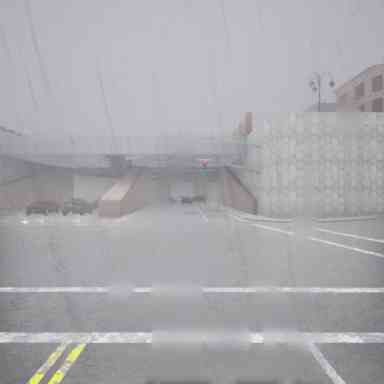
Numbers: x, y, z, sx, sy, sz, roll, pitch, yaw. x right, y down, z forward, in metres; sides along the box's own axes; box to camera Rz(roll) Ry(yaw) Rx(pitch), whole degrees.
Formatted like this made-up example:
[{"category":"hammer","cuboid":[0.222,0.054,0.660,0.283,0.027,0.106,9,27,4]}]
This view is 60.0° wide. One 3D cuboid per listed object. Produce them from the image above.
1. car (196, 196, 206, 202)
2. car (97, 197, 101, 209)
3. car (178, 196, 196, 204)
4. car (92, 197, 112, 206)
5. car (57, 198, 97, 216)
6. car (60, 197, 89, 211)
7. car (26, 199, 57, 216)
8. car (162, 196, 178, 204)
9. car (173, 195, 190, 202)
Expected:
[{"category":"car","cuboid":[1.520,1.524,74.777,1.812,1.442,4.674,0,0,28]},{"category":"car","cuboid":[-11.552,1.600,42.376,1.895,1.301,4.718,0,0,-1]},{"category":"car","cuboid":[-0.991,1.547,64.791,2.033,1.411,5.357,0,0,4]},{"category":"car","cuboid":[-15.363,1.547,57.165,2.033,1.411,5.357,0,0,-1]},{"category":"car","cuboid":[-11.317,1.601,33.115,1.895,1.301,4.718,0,0,-1]},{"category":"car","cuboid":[-15.061,1.491,42.827,2.128,1.511,4.902,0,0,-1]},{"category":"car","cuboid":[-14.826,1.478,33.438,1.882,1.535,5.008,0,0,-1]},{"category":"car","cuboid":[-4.521,1.547,64.292,2.033,1.411,5.357,0,0,5]},{"category":"car","cuboid":[-2.348,1.524,74.649,1.812,1.442,4.674,0,0,24]}]
